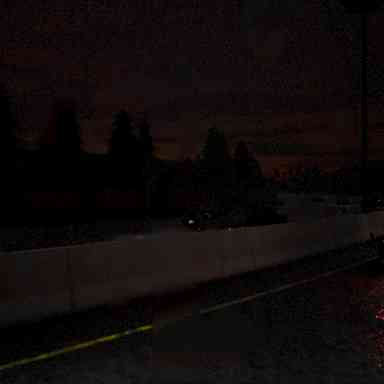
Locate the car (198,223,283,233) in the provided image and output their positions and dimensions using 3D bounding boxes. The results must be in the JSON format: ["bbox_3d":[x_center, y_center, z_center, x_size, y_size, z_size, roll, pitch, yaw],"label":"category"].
[{"bbox_3d":[2.420,1.465,15.271,5.008,1.535,1.882,0,0,-42],"label":"car"}]

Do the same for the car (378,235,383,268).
[{"bbox_3d":[7.235,1.486,9.937,4.892,1.490,1.837,0,0,-42],"label":"car"}]
